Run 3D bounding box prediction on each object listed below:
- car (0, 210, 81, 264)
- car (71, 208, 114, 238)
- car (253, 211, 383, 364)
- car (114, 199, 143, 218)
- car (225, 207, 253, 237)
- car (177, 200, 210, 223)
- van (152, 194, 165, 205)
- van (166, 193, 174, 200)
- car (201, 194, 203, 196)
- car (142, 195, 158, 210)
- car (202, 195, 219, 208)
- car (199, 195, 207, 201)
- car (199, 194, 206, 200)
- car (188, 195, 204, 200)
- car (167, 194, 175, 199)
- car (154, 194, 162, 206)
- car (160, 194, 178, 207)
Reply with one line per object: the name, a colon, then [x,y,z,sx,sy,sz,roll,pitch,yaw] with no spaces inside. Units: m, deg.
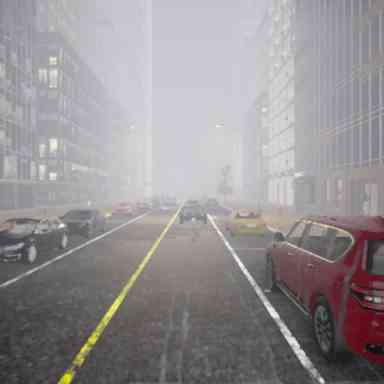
car: [-5.688,1.522,11.515,2.008,1.369,4.403,0,0,0]
car: [-5.690,1.522,17.208,1.947,1.339,4.313,0,0,0]
car: [2.694,1.301,5.812,2.192,1.841,5.009,0,0,0]
car: [-5.691,1.505,28.591,1.802,1.307,4.206,0,0,0]
car: [2.691,1.480,17.366,1.752,1.417,4.829,0,0,0]
car: [0.096,1.536,24.382,1.895,1.301,4.718,0,0,0]
van: [-5.694,1.176,57.053,1.690,1.788,3.998,0,0,0]
van: [-5.697,1.077,85.514,1.690,1.788,3.998,0,0,0]
car: [2.685,1.237,68.424,1.967,1.590,4.097,0,0,0]
car: [-5.693,1.439,39.977,2.008,1.369,4.403,0,0,0]
car: [2.687,1.437,45.657,1.947,1.339,4.313,0,0,0]
car: [2.683,1.339,79.809,1.802,1.307,4.206,0,0,0]
car: [2.682,1.261,85.671,1.752,1.417,4.829,0,0,0]
car: [0.094,1.449,41.166,1.994,1.385,4.181,0,0,0]
car: [-5.699,1.282,91.207,1.947,1.339,4.313,0,0,0]
car: [-5.694,1.398,51.361,1.887,1.381,4.507,0,0,0]
car: [-3.030,1.411,48.129,2.033,1.411,5.357,0,0,1]
